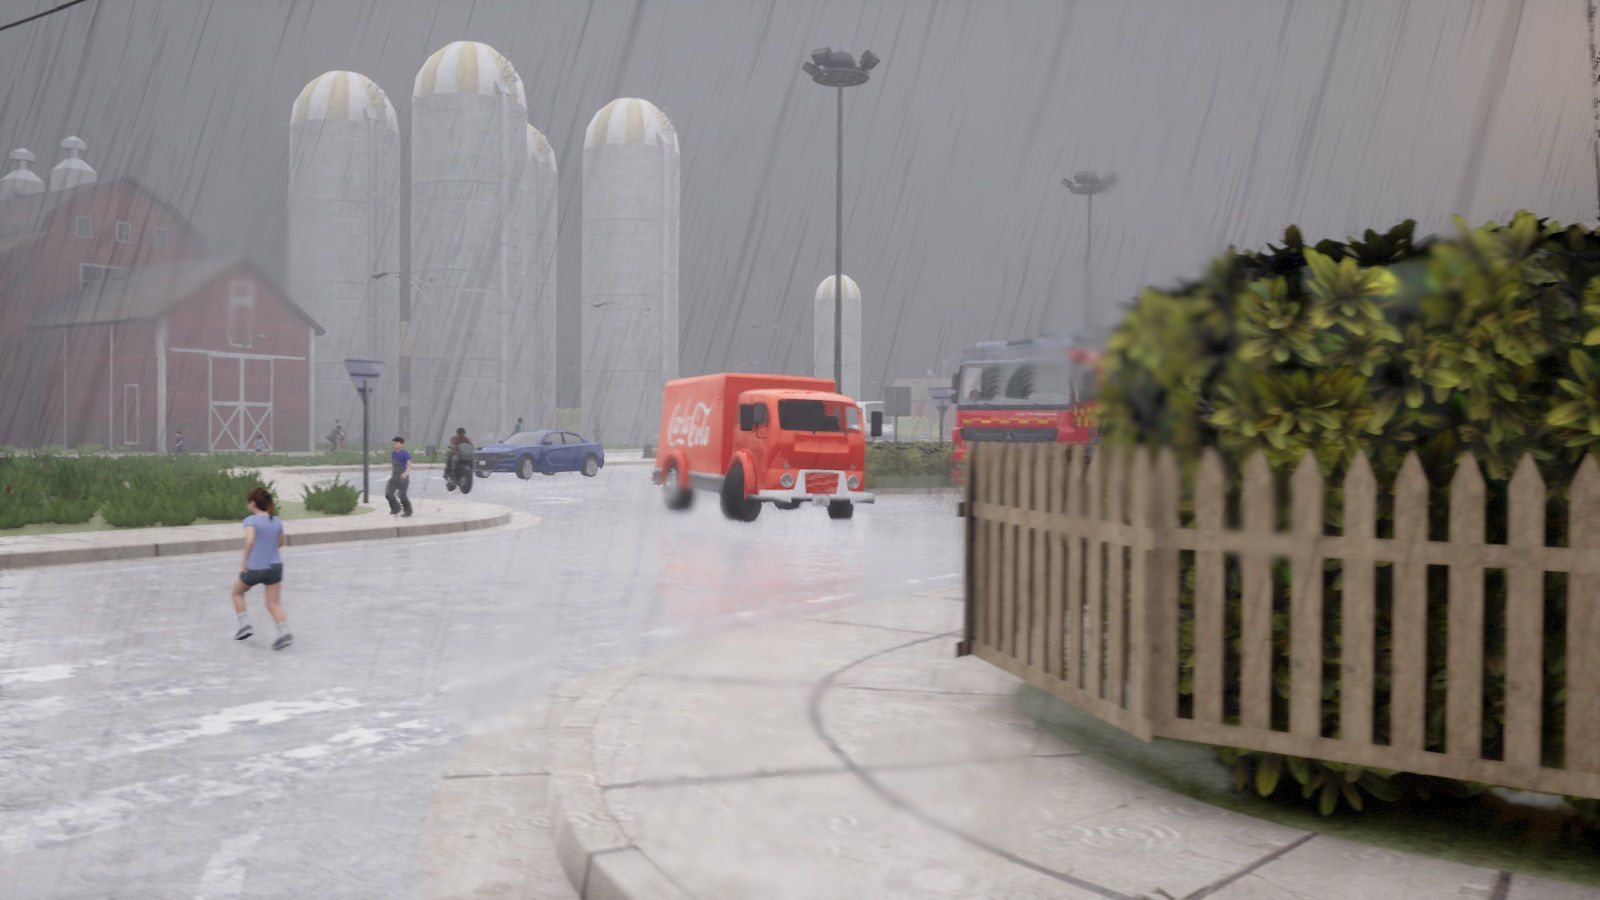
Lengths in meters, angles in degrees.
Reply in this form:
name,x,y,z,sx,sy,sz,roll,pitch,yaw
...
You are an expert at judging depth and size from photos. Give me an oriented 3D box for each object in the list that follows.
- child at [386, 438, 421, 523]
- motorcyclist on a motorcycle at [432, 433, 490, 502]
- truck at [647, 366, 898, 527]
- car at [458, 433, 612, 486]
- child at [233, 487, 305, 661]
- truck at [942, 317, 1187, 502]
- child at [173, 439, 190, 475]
name,x,y,z,sx,sy,sz,roll,pitch,yaw
child,-5.987,0.456,18.964,0.270,1.263,0.437,0,1,25
motorcyclist on a motorcycle,-7.788,0.383,28.782,0.797,1.523,2.044,1,0,-29
truck,-0.675,-0.058,22.154,2.627,2.467,5.204,1,0,-23
car,-8.095,0.241,38.907,1.882,1.535,5.008,0,1,28
child,-3.534,0.812,8.355,0.394,1.110,0.255,0,1,34
truck,6.663,-0.912,30.331,2.891,3.827,8.468,0,1,33
child,-21.794,0.245,44.227,0.270,1.263,0.437,0,1,35
